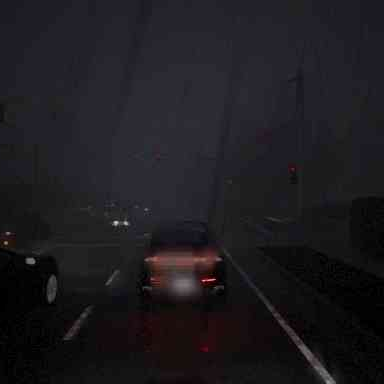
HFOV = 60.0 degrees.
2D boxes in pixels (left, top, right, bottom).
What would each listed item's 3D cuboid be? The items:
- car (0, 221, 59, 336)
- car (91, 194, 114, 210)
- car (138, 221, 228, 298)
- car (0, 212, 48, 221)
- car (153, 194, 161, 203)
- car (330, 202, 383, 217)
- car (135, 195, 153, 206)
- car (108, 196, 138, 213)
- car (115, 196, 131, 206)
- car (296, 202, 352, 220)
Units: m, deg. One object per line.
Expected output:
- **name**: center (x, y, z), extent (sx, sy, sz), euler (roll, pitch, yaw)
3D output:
- **car**: center (-3.612, 1.478, 4.875), extent (1.882, 1.535, 5.008), euler (0, 0, -2)
- **car**: center (-11.433, 1.221, 43.442), extent (2.150, 2.045, 5.566), euler (0, 0, -2)
- **car**: center (-0.245, 1.492, 8.539), extent (2.128, 1.511, 4.902), euler (0, 0, -2)
- **car**: center (-7.624, 1.564, 14.204), extent (1.994, 1.385, 4.181), euler (0, 0, -2)
- **car**: center (-8.281, 1.552, 70.042), extent (1.994, 1.385, 4.181), euler (0, 0, -1)
- **car**: center (15.468, 1.601, 30.696), extent (4.718, 1.301, 1.895), euler (0, 0, 0)
- **car**: center (-8.109, 1.600, 54.885), extent (1.895, 1.301, 4.718), euler (0, 0, -1)
- **car**: center (-7.558, 1.492, 36.878), extent (2.128, 1.511, 4.902), euler (0, 0, -4)
- **car**: center (-11.635, 1.502, 56.504), extent (1.837, 1.490, 4.892), euler (0, 1, -1)
- **car**: center (11.396, 1.547, 27.232), extent (5.357, 1.411, 2.033), euler (0, 0, 0)
